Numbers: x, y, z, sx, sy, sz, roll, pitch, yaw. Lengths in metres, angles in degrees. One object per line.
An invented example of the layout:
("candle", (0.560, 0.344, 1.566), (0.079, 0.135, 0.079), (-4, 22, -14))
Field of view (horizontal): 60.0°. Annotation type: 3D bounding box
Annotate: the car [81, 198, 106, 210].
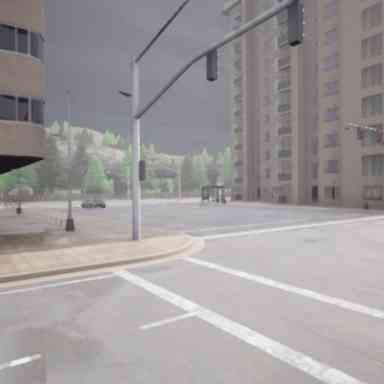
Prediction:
("car", (-12.177, 1.415, 41.128), (1.994, 1.385, 4.181), (-1, 0, -36))
